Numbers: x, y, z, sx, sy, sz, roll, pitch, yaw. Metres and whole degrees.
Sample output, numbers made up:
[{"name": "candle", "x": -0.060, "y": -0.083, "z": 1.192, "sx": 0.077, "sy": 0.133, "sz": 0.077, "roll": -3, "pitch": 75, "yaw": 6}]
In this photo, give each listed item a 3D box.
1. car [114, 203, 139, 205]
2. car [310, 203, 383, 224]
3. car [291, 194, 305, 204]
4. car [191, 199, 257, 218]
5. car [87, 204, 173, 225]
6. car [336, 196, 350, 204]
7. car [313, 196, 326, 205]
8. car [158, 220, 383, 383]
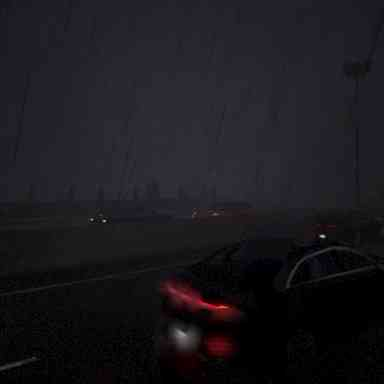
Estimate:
[{"name": "car", "x": -4.776, "y": 1.494, "z": 23.013, "sx": 4.902, "sy": 1.511, "sz": 2.128, "roll": 0, "pitch": 0, "yaw": -43}, {"name": "car", "x": 6.774, "y": 1.454, "z": 14.439, "sx": 4.892, "sy": 1.490, "sz": 1.837, "roll": 0, "pitch": 0, "yaw": -43}, {"name": "car", "x": 18.350, "y": 1.192, "z": 57.657, "sx": 2.097, "sy": 1.767, "sz": 4.553, "roll": 0, "pitch": 0, "yaw": 20}, {"name": "car", "x": 1.969, "y": 1.321, "z": 19.799, "sx": 2.097, "sy": 1.767, "sz": 4.553, "roll": 0, "pitch": 0, "yaw": 45}, {"name": "car", "x": -3.488, "y": 1.600, "z": 19.414, "sx": 4.718, "sy": 1.301, "sz": 1.895, "roll": 0, "pitch": 0, "yaw": -42}, {"name": "car", "x": 24.391, "y": 1.374, "z": 53.841, "sx": 1.994, "sy": 1.385, "sz": 4.181, "roll": 0, "pitch": 0, "yaw": 22}, {"name": "car", "x": 20.793, "y": 1.377, "z": 54.144, "sx": 2.033, "sy": 1.411, "sz": 5.357, "roll": 0, "pitch": 0, "yaw": 22}, {"name": "car", "x": 1.797, "y": 1.477, "z": 5.402, "sx": 4.902, "sy": 1.511, "sz": 2.128, "roll": 0, "pitch": 0, "yaw": -38}]
